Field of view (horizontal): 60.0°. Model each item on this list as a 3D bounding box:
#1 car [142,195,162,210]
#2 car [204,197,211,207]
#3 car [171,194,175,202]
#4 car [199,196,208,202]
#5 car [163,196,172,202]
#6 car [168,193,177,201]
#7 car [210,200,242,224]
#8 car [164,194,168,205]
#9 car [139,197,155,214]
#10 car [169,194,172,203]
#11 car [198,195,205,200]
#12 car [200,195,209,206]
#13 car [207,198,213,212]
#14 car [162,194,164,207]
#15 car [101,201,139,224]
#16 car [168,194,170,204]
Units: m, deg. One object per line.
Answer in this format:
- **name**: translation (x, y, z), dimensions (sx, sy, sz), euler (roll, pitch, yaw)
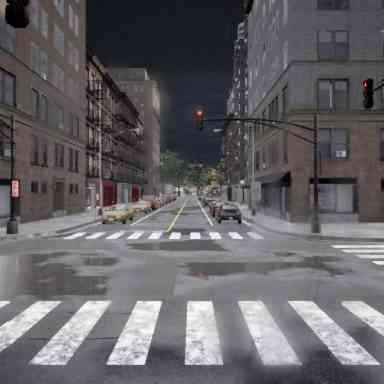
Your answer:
- **car**: translation (-5.393, 1.319, 41.190), dimensions (2.192, 1.841, 5.009), euler (0, 0, 0)
- **car**: translation (2.652, 1.554, 35.704), dimensions (2.008, 1.369, 4.403), euler (0, 0, 0)
- **car**: translation (-5.371, 1.324, 68.600), dimensions (2.192, 1.841, 5.009), euler (0, 0, 0)
- **car**: translation (2.671, 1.556, 79.560), dimensions (1.887, 1.381, 4.507), euler (0, 0, 0)
- **car**: translation (-5.367, 1.535, 73.912), dimensions (1.752, 1.417, 4.829), euler (0, 0, 0)
- **car**: translation (-5.354, 1.330, 90.528), dimensions (2.192, 1.841, 5.009), euler (0, 0, 0)
- **car**: translation (2.647, 1.552, 24.740), dimensions (2.008, 1.369, 4.403), euler (0, 0, 0)
- **car**: translation (-5.384, 1.446, 52.153), dimensions (1.967, 1.590, 4.097), euler (0, 0, 0)
- **car**: translation (-5.398, 1.528, 35.537), dimensions (1.752, 1.417, 4.829), euler (0, 0, 0)
- **car**: translation (-5.376, 1.573, 63.118), dimensions (1.947, 1.339, 4.313), euler (0, 0, 0)
- **car**: translation (2.675, 1.597, 90.524), dimensions (1.802, 1.307, 4.206), euler (0, 0, 0)
- **car**: translation (2.659, 1.557, 52.150), dimensions (2.008, 1.369, 4.403), euler (0, 0, 0)
- **car**: translation (2.649, 1.547, 30.222), dimensions (1.887, 1.381, 4.507), euler (0, 0, 0)
- **car**: translation (-5.389, 1.445, 46.672), dimensions (1.967, 1.590, 4.097), euler (0, 0, 0)
- **car**: translation (-5.406, 1.526, 24.574), dimensions (1.752, 1.417, 4.829), euler (0, 0, 0)
- **car**: translation (-5.380, 1.557, 57.635), dimensions (2.008, 1.369, 4.403), euler (0, 0, 0)
